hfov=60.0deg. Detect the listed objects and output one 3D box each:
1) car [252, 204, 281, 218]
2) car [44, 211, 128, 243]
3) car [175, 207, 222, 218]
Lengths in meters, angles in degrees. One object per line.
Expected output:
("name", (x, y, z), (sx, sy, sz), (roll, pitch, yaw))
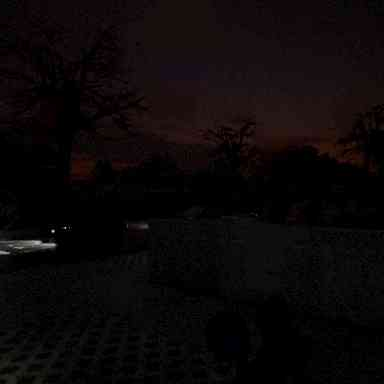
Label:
("car", (7.888, 2.060, 35.209), (1.837, 1.490, 4.892), (1, 1, 36))
("car", (-5.324, 1.698, 17.198), (1.994, 1.385, 4.181), (1, 0, 37))
("car", (0.573, 1.842, 25.268), (1.812, 1.442, 4.674), (1, 0, 36))
